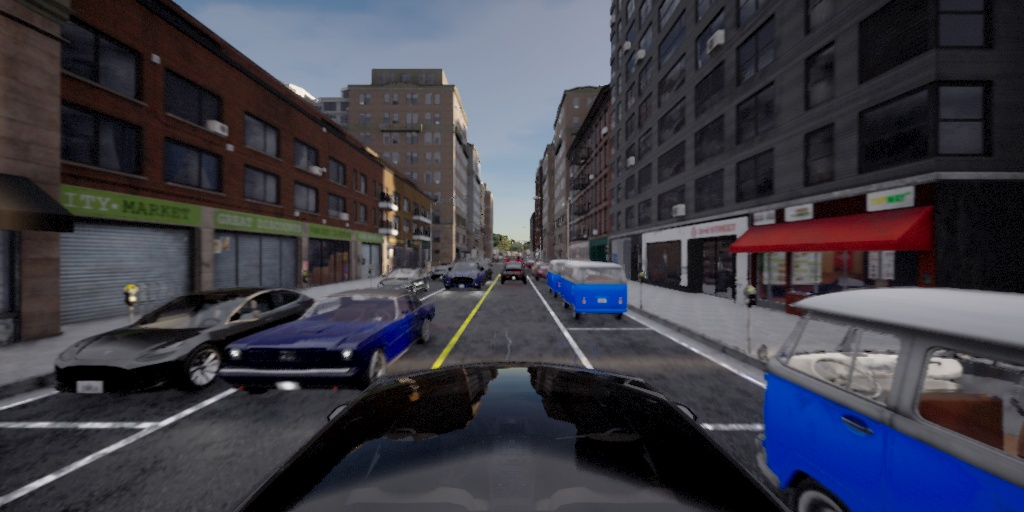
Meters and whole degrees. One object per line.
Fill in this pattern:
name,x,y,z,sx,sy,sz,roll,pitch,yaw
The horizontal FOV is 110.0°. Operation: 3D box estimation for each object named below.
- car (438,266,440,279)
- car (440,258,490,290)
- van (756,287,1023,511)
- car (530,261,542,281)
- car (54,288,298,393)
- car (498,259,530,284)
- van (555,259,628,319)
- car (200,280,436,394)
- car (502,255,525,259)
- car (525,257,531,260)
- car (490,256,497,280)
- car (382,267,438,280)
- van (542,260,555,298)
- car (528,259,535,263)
car,-5.311,1.269,29.484,1.948,1.339,4.313,0,0,0
car,-2.758,1.070,22.009,2.097,1.767,4.553,0,0,1
van,2.629,1.098,1.049,1.690,1.789,3.998,0,0,0
car,2.714,1.304,29.461,1.802,1.307,4.207,0,0,0
car,-5.379,1.298,6.756,1.948,1.339,4.313,0,0,0
car,0.129,1.225,26.766,1.837,1.490,4.892,0,0,0
van,2.663,1.084,12.414,1.690,1.789,3.998,0,0,0
car,-2.840,1.339,6.758,1.895,1.301,4.718,0,0,0
car,0.214,0.914,46.154,2.150,2.045,5.566,0,0,0
car,2.782,1.236,52.190,1.888,1.381,4.507,0,0,0
car,-2.669,1.101,30.439,2.097,1.767,4.553,0,0,0
car,-5.345,1.268,18.120,2.007,1.370,4.403,0,0,0
van,2.680,1.077,18.096,1.690,1.789,3.998,0,0,0
car,2.731,1.239,35.313,1.751,1.417,4.829,0,0,0
